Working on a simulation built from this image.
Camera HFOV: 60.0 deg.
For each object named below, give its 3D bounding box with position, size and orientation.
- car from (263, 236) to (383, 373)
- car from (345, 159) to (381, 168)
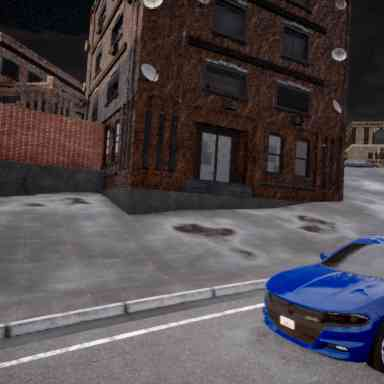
[{"bbox_3d":[3.499,1.523,5.705,5.008,1.535,1.882,1,-1,-28],"label":"car"},{"bbox_3d":[21.221,-3.296,41.901,4.553,1.767,2.185,2,-3,15],"label":"car"}]
